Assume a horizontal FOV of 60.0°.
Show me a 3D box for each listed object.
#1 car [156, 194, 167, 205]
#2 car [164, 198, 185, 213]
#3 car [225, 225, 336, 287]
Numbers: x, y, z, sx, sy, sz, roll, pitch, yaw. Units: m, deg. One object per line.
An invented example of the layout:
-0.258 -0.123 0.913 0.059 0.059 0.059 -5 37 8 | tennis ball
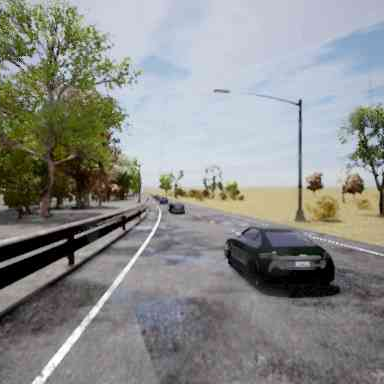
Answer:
-6.345 1.902 75.257 2.097 1.767 4.553 0 0 -7 | car
-2.047 1.820 42.563 2.128 1.511 4.902 0 -1 -7 | car
2.285 1.652 9.660 1.994 1.385 4.181 0 -1 -7 | car
